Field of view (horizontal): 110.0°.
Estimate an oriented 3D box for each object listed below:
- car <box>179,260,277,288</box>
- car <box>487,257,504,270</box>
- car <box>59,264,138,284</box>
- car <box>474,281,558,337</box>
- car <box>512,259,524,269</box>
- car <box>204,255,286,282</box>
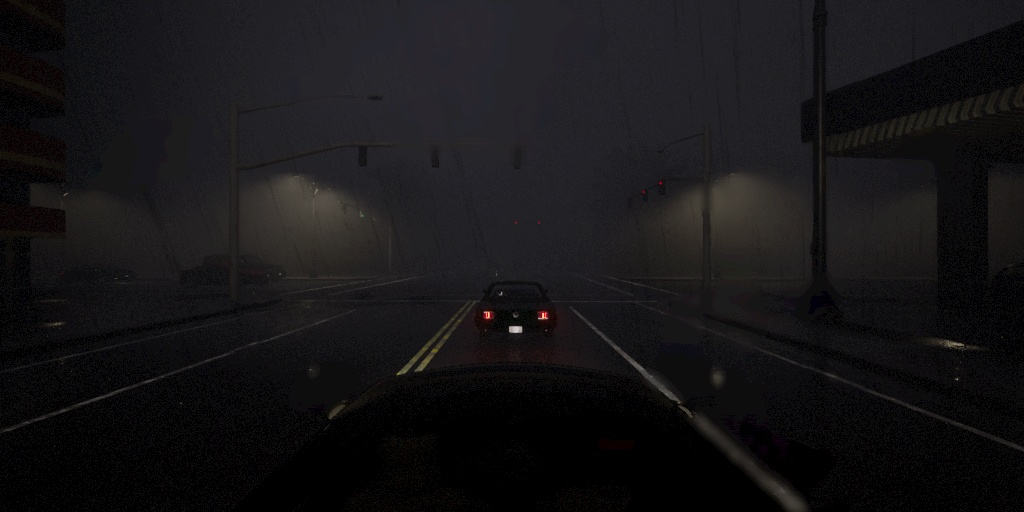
[{"bbox_3d":[-18.324,1.228,22.989,5.008,1.535,1.882,0,0,1],"label":"car"},{"bbox_3d":[-2.709,1.241,53.963,2.128,1.511,4.902,0,0,1],"label":"car"},{"bbox_3d":[-30.687,1.312,26.709,4.181,1.385,1.994,0,0,0],"label":"car"},{"bbox_3d":[0.099,1.351,10.218,1.895,1.301,4.718,0,0,0],"label":"car"},{"bbox_3d":[1.012,1.241,57.663,2.128,1.511,4.902,0,0,1],"label":"car"},{"bbox_3d":[-19.887,0.971,26.537,5.566,2.045,2.150,0,0,1],"label":"car"}]
